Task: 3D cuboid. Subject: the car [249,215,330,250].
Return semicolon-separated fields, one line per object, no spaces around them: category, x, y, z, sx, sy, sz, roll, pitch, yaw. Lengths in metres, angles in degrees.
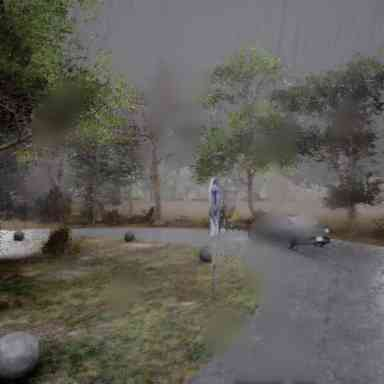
car;4.442;1.794;15.701;1.812;1.442;4.674;0;-2;-19
